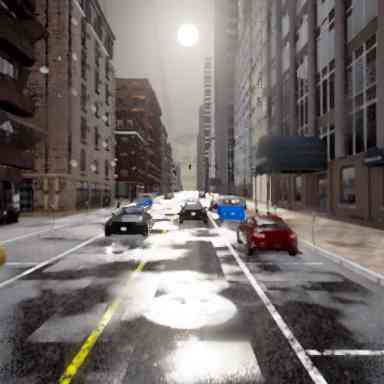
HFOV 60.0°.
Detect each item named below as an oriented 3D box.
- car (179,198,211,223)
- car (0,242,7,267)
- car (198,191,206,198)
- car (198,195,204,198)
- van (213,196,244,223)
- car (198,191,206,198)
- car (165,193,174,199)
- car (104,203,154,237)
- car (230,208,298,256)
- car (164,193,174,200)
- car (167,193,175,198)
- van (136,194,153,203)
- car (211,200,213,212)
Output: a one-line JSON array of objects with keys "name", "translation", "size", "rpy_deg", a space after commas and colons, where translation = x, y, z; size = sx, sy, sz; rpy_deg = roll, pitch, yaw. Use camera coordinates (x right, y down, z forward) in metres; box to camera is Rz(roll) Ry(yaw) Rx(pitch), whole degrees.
[{"name": "car", "translation": [0.099, 1.414, 24.135], "size": [1.994, 1.385, 4.181], "rpy_deg": [0, 0, 0]}, {"name": "car", "translation": [-5.677, 1.484, 6.672], "size": [1.752, 1.417, 4.829], "rpy_deg": [1, 0, 0]}, {"name": "car", "translation": [2.705, 0.750, 90.004], "size": [2.192, 1.841, 5.009], "rpy_deg": [1, 0, 0]}, {"name": "car", "translation": [0.104, 1.349, 40.401], "size": [1.895, 1.301, 4.718], "rpy_deg": [0, 0, 0]}, {"name": "van", "translation": [2.705, 1.193, 23.792], "size": [1.690, 1.788, 3.998], "rpy_deg": [1, 0, 0]}, {"name": "car", "translation": [2.700, 1.053, 84.351], "size": [1.802, 1.307, 4.206], "rpy_deg": [1, 0, 0]}, {"name": "car", "translation": [-5.679, 1.021, 84.348], "size": [2.008, 1.369, 4.403], "rpy_deg": [1, 0, 0]}, {"name": "car", "translation": [-3.097, 1.458, 17.016], "size": [1.994, 1.385, 4.181], "rpy_deg": [0, 0, 0]}, {"name": "car", "translation": [2.702, 1.504, 12.491], "size": [1.802, 1.307, 4.206], "rpy_deg": [1, 0, 0]}, {"name": "car", "translation": [-5.679, 1.057, 78.694], "size": [2.008, 1.369, 4.403], "rpy_deg": [1, 0, 0]}, {"name": "car", "translation": [-5.679, 1.000, 90.003], "size": [1.947, 1.339, 4.313], "rpy_deg": [1, 0, 0]}, {"name": "van", "translation": [-5.761, 1.087, 40.777], "size": [1.690, 1.788, 3.998], "rpy_deg": [1, 0, 0]}, {"name": "car", "translation": [2.701, 1.364, 35.095], "size": [1.802, 1.307, 4.206], "rpy_deg": [1, 0, 0]}]
